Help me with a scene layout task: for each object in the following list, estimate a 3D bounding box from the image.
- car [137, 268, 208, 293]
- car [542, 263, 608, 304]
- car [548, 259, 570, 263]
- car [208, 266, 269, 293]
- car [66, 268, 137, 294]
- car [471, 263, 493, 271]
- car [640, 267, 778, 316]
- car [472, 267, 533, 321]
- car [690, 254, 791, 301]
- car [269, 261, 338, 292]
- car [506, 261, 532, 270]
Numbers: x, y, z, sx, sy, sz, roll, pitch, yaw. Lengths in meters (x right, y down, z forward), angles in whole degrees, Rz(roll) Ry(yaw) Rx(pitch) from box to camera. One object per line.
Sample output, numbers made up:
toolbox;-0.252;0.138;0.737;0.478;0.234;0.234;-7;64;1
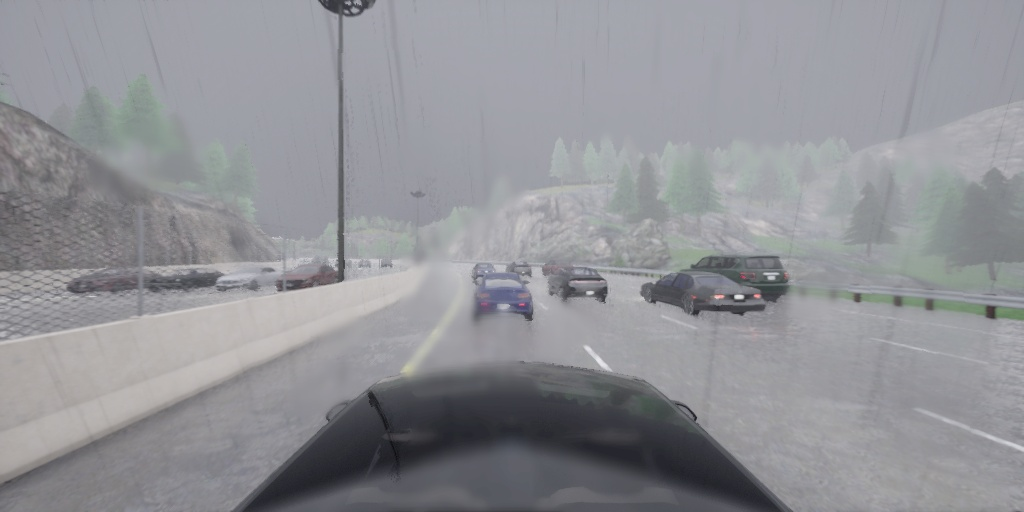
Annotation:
car;-18.907;1.394;21.271;1.895;1.301;4.718;0;0;-7
car;2.868;1.235;16.394;2.128;1.511;4.902;0;0;-4
car;4.208;1.091;33.386;2.097;1.767;4.553;0;0;-9
car;-15.421;1.311;21.487;1.812;1.442;4.674;0;0;-7
car;-22.365;1.365;20.490;1.994;1.385;4.181;0;0;-7
car;-2.436;1.302;31.006;2.033;1.411;5.357;0;0;-9
car;6.644;1.282;13.258;2.033;1.411;5.357;0;0;-4
car;-0.359;1.276;12.343;1.812;1.442;4.674;0;0;-4
car;9.889;0.948;16.611;2.150;2.045;5.566;0;0;-4
car;-11.885;1.254;21.259;1.882;1.535;5.008;0;0;-7
car;0.579;1.239;33.864;2.128;1.511;4.902;0;0;-10
